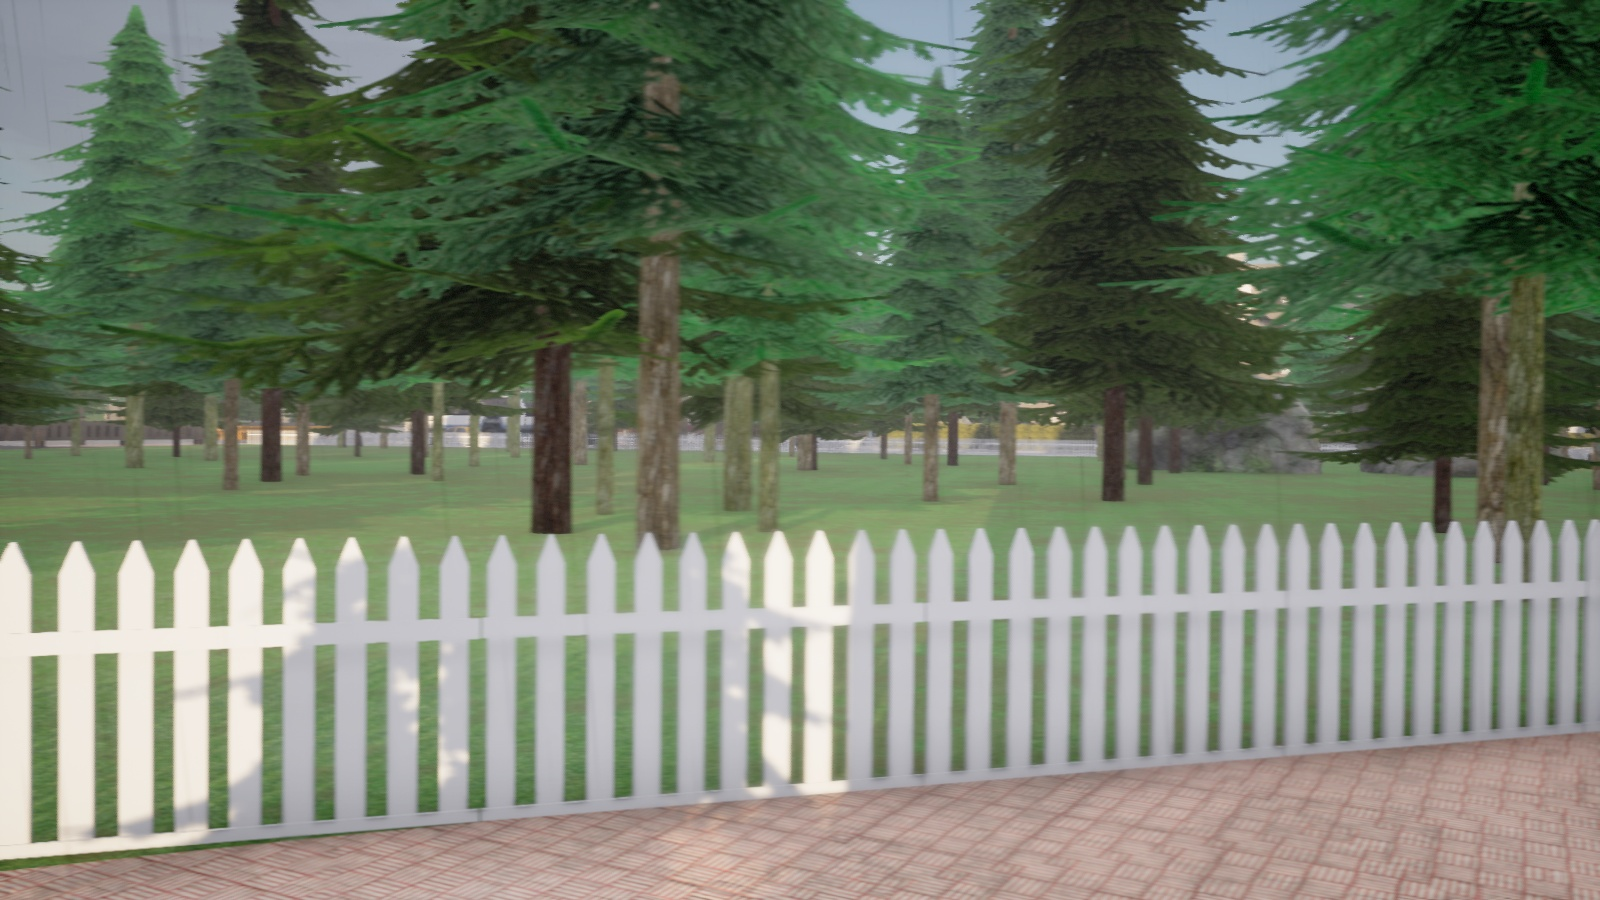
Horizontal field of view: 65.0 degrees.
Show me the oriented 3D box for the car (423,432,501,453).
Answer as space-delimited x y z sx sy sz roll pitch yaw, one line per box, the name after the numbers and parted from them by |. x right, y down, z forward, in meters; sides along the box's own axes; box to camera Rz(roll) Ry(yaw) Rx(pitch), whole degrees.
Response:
-25.269 -0.563 93.914 5.366 1.575 1.801 0 1 13 | car
